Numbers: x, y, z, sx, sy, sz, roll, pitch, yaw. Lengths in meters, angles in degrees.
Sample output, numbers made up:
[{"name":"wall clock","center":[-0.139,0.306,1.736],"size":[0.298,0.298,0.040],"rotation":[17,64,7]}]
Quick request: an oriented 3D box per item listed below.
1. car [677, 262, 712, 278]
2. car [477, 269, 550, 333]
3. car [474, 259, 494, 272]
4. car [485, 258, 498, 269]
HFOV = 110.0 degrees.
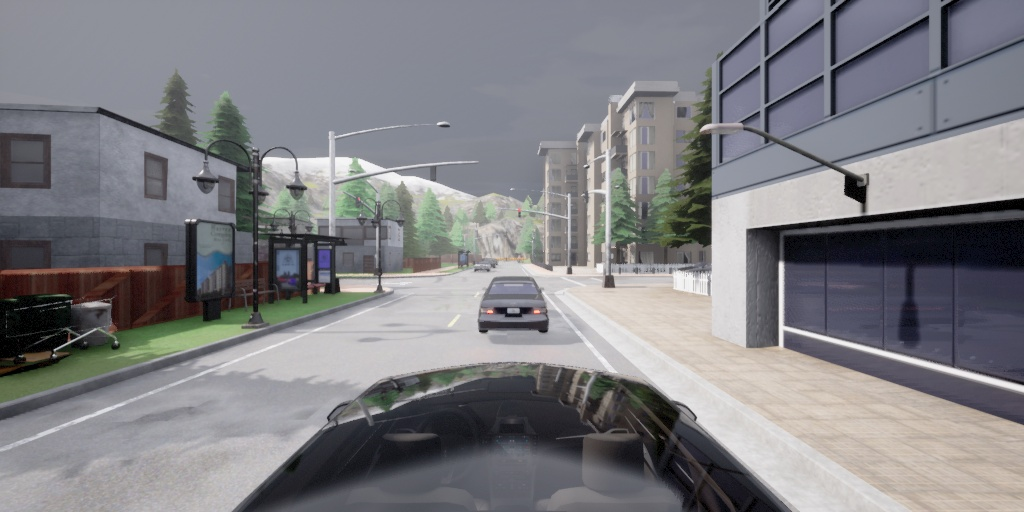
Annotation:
[{"name":"car","center":[16.601,1.257,30.700],"size":[4.902,1.511,2.128],"rotation":[0,0,-2]},{"name":"car","center":[0.041,1.297,10.701],"size":[2.033,1.411,5.357],"rotation":[0,0,0]},{"name":"car","center":[-3.731,1.351,45.410],"size":[1.895,1.301,4.718],"rotation":[0,0,0]},{"name":"car","center":[-3.753,1.102,57.978],"size":[2.097,1.767,4.553],"rotation":[0,0,0]}]
